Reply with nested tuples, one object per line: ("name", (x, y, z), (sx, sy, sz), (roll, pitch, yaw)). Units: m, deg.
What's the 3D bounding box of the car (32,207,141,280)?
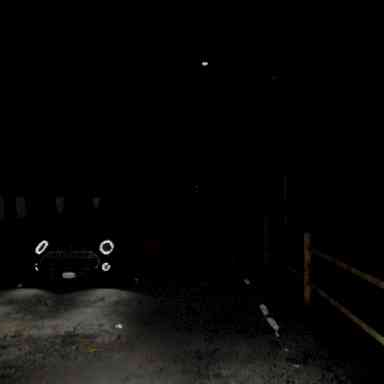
("car", (-2.840, 1.325, 9.918), (2.097, 1.767, 4.553), (0, 0, 0))
